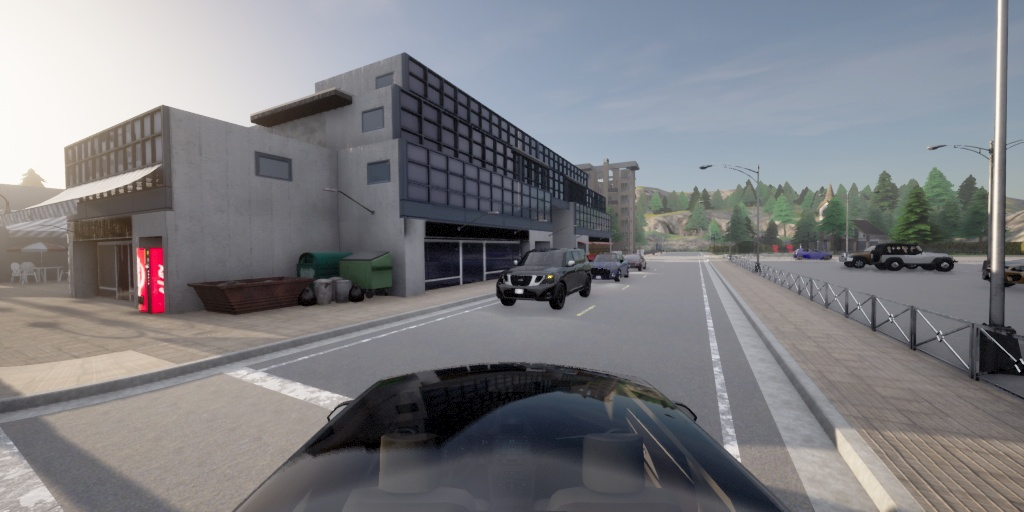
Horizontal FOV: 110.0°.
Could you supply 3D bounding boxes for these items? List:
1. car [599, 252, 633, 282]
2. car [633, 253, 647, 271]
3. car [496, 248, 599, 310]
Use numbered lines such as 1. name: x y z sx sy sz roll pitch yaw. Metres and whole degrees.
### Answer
1. car: 6.005 0.592 22.638 2.097 1.767 4.553 0 1 27
2. car: 10.704 0.507 31.727 1.812 1.442 4.674 0 1 28
3. car: 1.492 0.710 13.897 2.150 2.045 5.566 0 1 27
